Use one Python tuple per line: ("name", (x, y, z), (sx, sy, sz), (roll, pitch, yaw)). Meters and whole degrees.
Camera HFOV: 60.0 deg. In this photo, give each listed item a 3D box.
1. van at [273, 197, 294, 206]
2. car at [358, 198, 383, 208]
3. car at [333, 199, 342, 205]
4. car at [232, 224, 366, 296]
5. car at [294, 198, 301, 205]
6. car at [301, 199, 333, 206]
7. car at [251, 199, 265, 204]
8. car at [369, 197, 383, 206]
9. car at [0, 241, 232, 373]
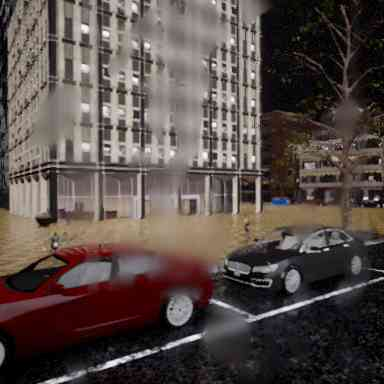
("van", (19.035, 2.033, 70.736), (1.690, 1.788, 3.998), (-2, 0, -36))
("car", (30.043, 1.968, 55.381), (2.008, 1.369, 4.403), (-2, 0, -36))
("car", (30.461, 2.098, 69.441), (1.802, 1.307, 4.206), (-2, 0, -36))
("car", (2.771, 1.548, 8.546), (4.403, 1.369, 2.008), (0, 0, -36))
("car", (23.861, 2.120, 78.416), (1.967, 1.590, 4.097), (-2, 0, -36))
("car", (23.960, 2.114, 63.853), (1.887, 1.381, 4.507), (-2, 0, -36))
("car", (17.325, 2.424, 87.432), (1.802, 1.307, 4.206), (-2, 0, -36))
("car", (35.723, 1.827, 62.262), (1.967, 1.590, 4.097), (-2, 0, -36))
("car", (-1.728, 1.544, 5.335), (4.507, 1.381, 1.887), (0, 0, -36))
